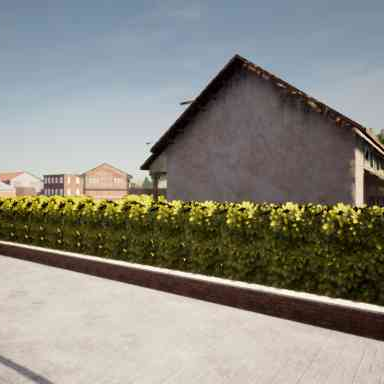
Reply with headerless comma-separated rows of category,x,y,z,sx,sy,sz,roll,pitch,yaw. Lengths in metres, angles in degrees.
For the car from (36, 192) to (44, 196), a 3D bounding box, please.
car,-31.328,0.973,68.439,3.866,1.878,1.905,0,0,35
